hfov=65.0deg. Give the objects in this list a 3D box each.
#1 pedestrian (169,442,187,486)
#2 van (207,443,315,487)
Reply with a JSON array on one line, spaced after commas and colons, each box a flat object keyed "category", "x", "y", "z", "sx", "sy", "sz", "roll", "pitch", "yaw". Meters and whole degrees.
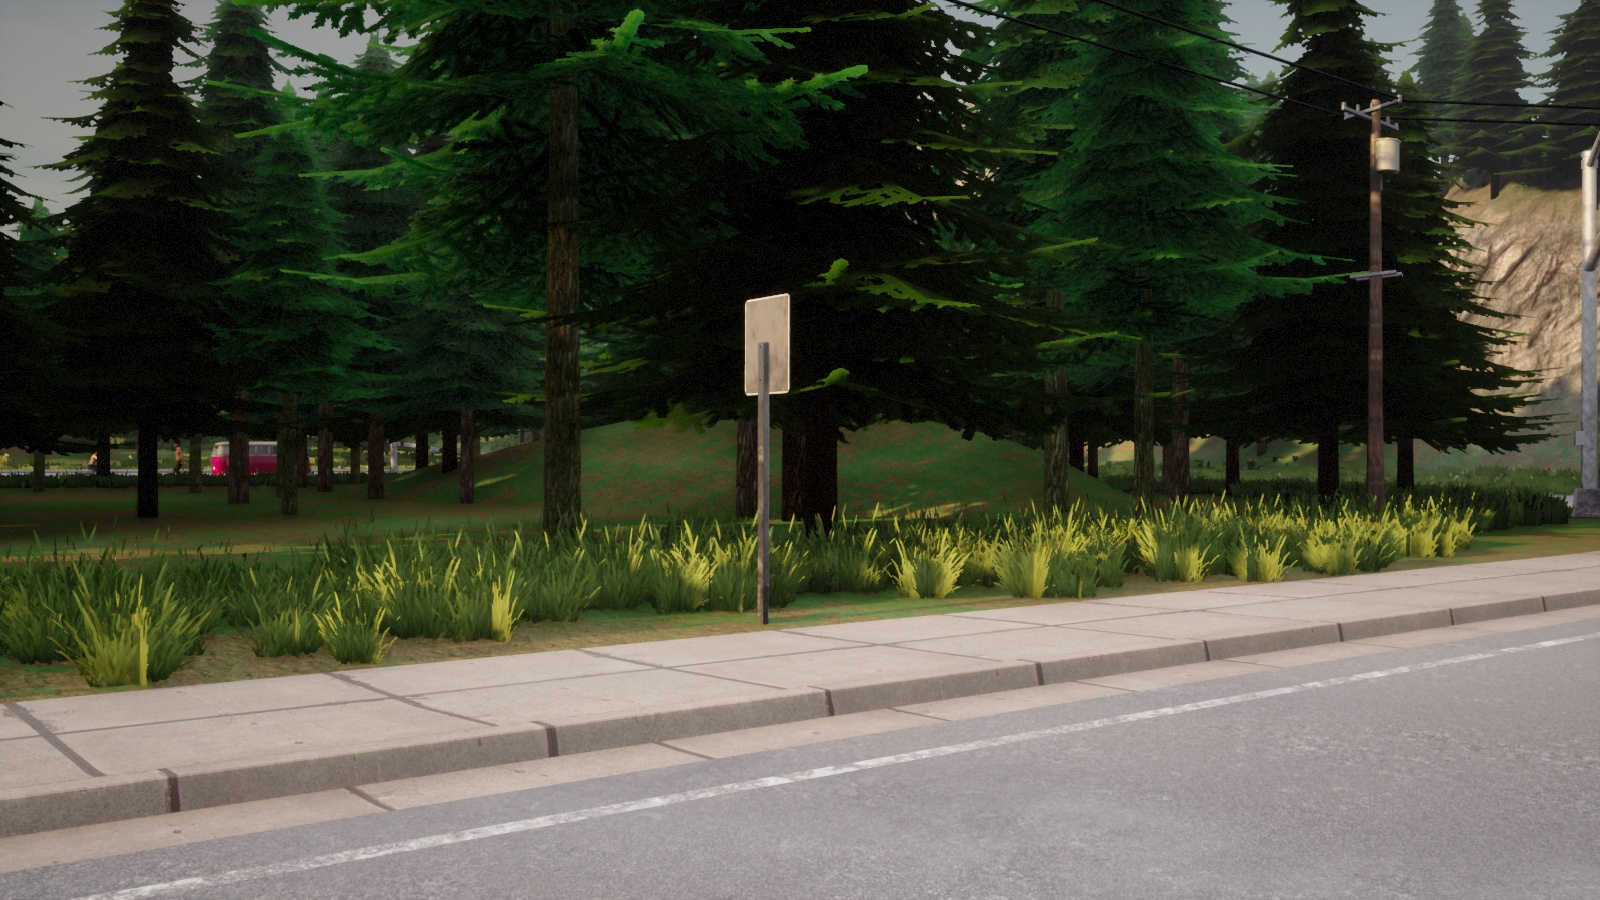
[{"category": "pedestrian", "x": -26.409, "y": 0.593, "z": 53.334, "sx": 0.634, "sy": 1.846, "sz": 0.331, "roll": 0, "pitch": 0, "yaw": -33}, {"category": "van", "x": -25.500, "y": 0.697, "z": 59.442, "sx": 4.442, "sy": 1.987, "sz": 1.775, "roll": 0, "pitch": 0, "yaw": -35}]
